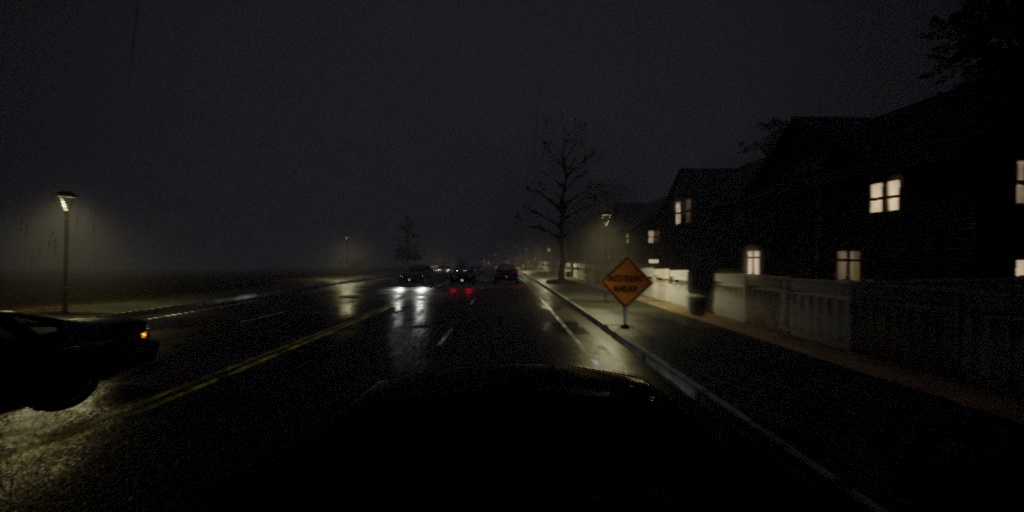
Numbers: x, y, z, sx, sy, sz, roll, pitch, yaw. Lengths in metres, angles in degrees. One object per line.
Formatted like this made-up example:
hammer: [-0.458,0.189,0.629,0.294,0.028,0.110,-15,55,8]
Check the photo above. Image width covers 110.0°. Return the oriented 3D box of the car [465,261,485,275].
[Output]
car: [-4.377,1.601,44.452,1.994,1.385,4.181,0,0,-3]

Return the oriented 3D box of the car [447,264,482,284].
car: [-3.700,1.519,28.474,1.895,1.301,4.718,0,0,-2]

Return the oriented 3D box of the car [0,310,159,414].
car: [-6.605,1.265,3.333,2.033,1.411,5.357,0,0,0]

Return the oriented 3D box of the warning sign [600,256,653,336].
warning sign: [2.803,0.933,8.934,1.300,1.860,1.060,0,0,-1]

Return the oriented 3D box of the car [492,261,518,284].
car: [-0.493,1.425,29.823,1.882,1.535,5.008,0,0,-2]

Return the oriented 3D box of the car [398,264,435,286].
car: [-6.994,1.391,26.680,1.837,1.490,4.892,0,-1,-1]
